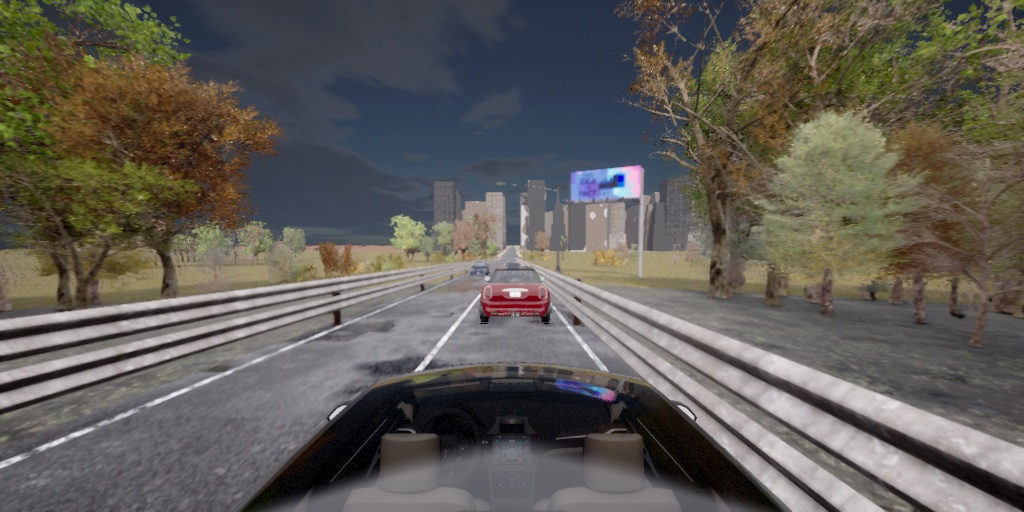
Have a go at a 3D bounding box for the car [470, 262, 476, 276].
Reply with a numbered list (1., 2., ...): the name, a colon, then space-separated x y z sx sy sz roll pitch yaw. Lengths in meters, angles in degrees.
1. car: -3.327 1.327 38.194 2.033 1.411 5.357 0 0 1

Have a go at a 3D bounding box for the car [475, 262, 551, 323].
1. car: 0.093 1.111 12.305 2.097 1.767 4.553 0 0 0
